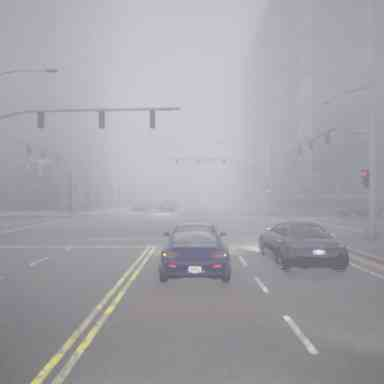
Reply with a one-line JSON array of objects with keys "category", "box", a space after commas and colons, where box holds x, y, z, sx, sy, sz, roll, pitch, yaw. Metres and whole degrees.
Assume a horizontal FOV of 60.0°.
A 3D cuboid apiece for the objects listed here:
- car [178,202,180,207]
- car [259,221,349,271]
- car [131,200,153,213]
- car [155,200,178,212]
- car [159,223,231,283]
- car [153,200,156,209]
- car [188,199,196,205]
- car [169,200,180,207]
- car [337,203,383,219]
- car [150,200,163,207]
[{"category": "car", "box": [-3.552, 2.115, 56.971, 1.882, 1.535, 5.008, 0, -1, 0]}, {"category": "car", "box": [3.592, 1.692, 11.386, 1.994, 1.385, 4.181, 0, -1, 0]}, {"category": "car", "box": [-7.079, 2.065, 46.167, 2.033, 1.411, 5.357, 0, -1, 0]}, {"category": "car", "box": [-3.576, 2.022, 47.380, 2.128, 1.511, 4.902, 0, -1, 0]}, {"category": "car", "box": [0.084, 1.638, 9.923, 1.812, 1.442, 4.674, 0, -1, 0]}, {"category": "car", "box": [-7.058, 2.131, 55.900, 1.837, 1.490, 4.892, 0, -1, 0]}, {"category": "car", "box": [0.036, 2.504, 85.031, 1.994, 1.385, 4.181, 0, -1, 0]}, {"category": "car", "box": [-3.472, 2.314, 66.973, 1.994, 1.385, 4.181, 0, -1, 0]}, {"category": "car", "box": [16.719, 1.783, 32.258, 5.008, 1.535, 1.882, 0, -1, 0]}, {"category": "car", "box": [-6.976, 2.290, 66.347, 2.033, 1.411, 5.357, 0, -1, 0]}]
